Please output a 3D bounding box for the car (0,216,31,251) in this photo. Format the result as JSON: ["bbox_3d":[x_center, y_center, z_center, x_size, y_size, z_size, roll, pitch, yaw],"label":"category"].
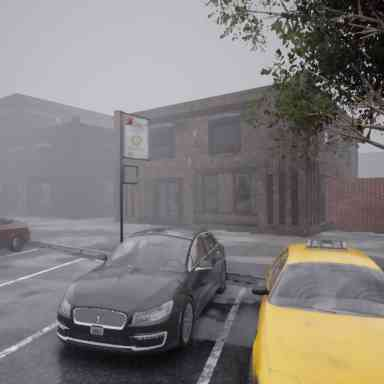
[{"bbox_3d":[-7.839,1.528,11.717,2.002,1.452,4.674,1,-1,16],"label":"car"}]

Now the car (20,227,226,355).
[{"bbox_3d":[-0.523,1.487,6.474,2.231,1.521,4.892,1,-1,16],"label":"car"}]

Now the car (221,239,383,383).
[{"bbox_3d":[1.863,1.480,4.543,1.946,1.575,5.366,1,-1,16],"label":"car"}]
